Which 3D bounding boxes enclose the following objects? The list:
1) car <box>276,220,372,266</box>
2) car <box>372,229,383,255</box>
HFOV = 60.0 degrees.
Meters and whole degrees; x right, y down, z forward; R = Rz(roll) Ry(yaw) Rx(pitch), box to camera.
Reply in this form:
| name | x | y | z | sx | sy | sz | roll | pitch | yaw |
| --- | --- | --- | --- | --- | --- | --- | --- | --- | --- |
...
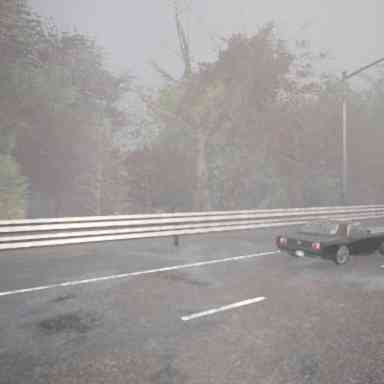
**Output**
| name | x | y | z | sx | sy | sz | roll | pitch | yaw |
| --- | --- | --- | --- | --- | --- | --- | --- | --- | --- |
| car | 5.186 | 1.632 | 11.675 | 4.718 | 1.301 | 1.895 | 0 | 0 | -36 |
| car | 7.166 | 1.515 | 8.811 | 4.902 | 1.511 | 2.128 | 0 | 0 | -35 |
